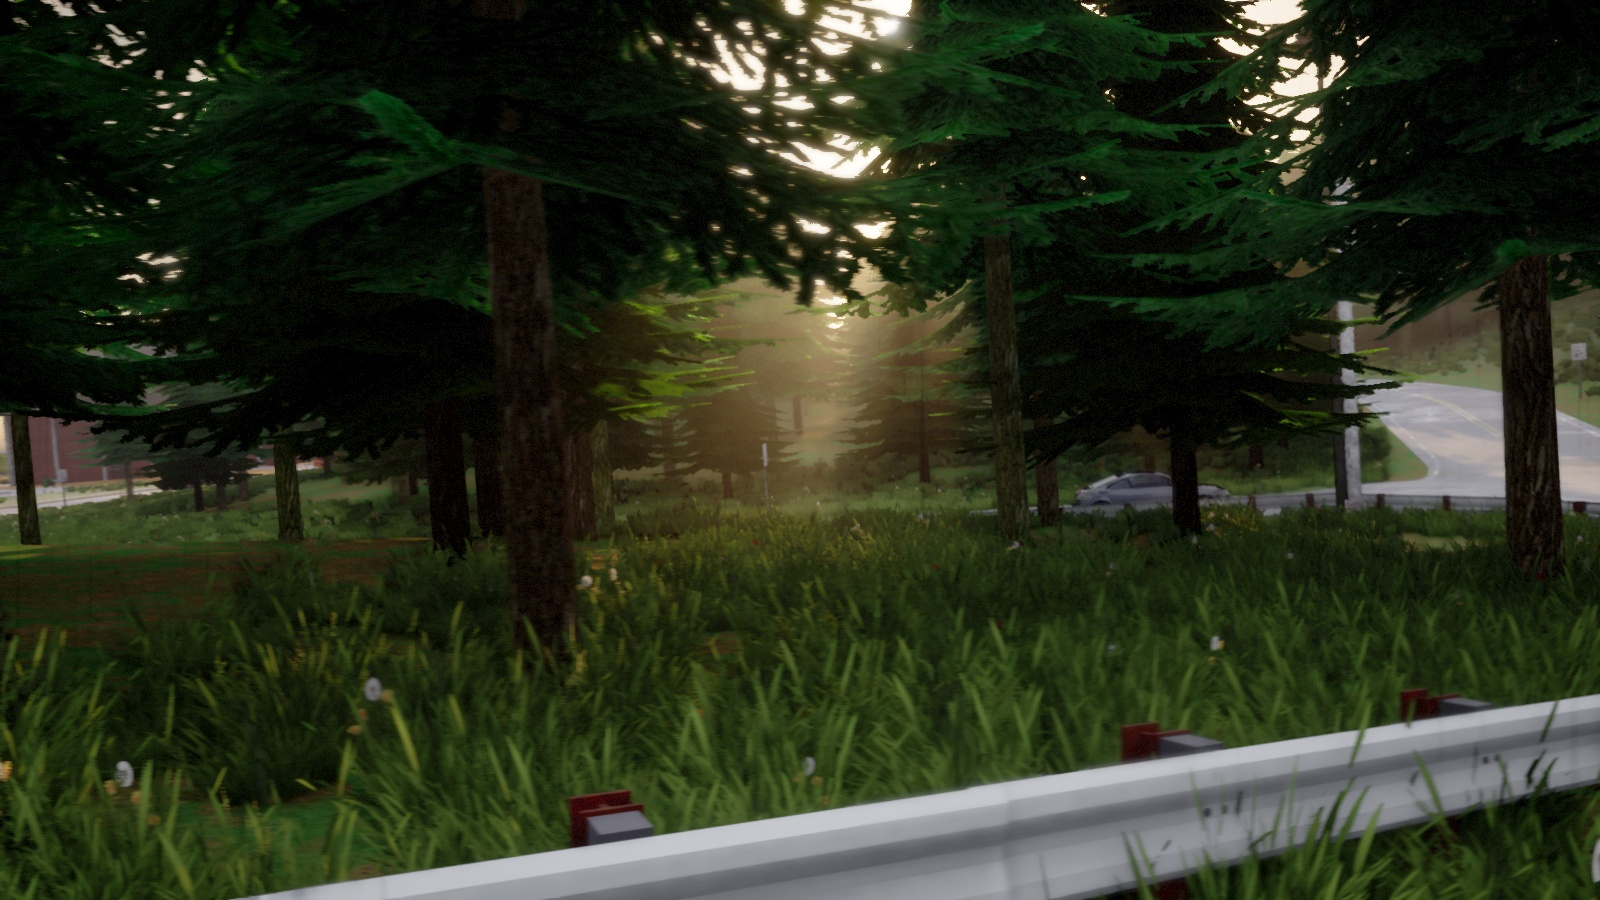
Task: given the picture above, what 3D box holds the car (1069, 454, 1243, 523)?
[{"bbox_3d":[9.546,1.025,33.965,4.181,1.385,1.994,-5,2,8],"label":"car"}]
